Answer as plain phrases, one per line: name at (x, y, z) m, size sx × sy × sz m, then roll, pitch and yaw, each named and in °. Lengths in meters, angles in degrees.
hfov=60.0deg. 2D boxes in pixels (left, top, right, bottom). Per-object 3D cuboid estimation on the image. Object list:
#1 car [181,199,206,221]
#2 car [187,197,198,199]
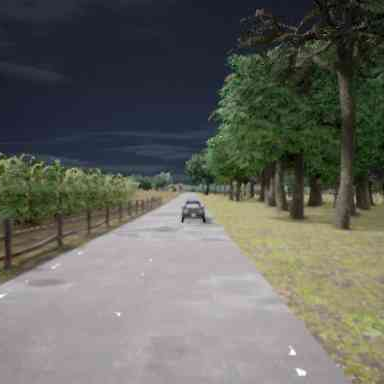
car at (0.107, 1.513, 26.502) m, size 1.812 × 1.442 × 4.674 m, roll 0°, pitch 0°, yaw 0°
car at (0.103, 1.420, 44.147) m, size 1.882 × 1.535 × 5.008 m, roll 0°, pitch 0°, yaw 0°
